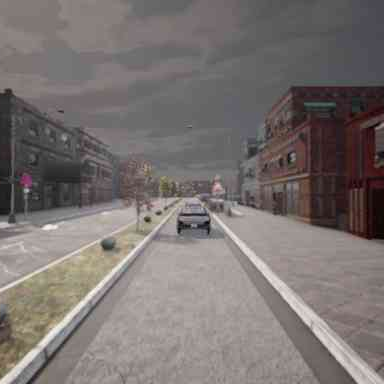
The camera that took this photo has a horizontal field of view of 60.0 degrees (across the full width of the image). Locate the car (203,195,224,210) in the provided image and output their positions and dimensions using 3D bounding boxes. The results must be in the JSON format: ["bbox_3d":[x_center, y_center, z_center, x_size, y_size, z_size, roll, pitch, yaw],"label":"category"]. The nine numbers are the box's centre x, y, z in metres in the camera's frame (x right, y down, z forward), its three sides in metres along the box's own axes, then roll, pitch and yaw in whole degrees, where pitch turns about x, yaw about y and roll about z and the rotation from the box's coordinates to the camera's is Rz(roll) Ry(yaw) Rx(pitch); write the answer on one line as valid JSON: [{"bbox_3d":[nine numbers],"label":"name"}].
[{"bbox_3d":[2.995,1.497,44.966,2.231,1.521,4.892,0,0,0],"label":"car"}]

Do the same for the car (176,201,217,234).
[{"bbox_3d":[0.099,1.509,19.455,2.128,1.511,4.902,0,0,0],"label":"car"}]

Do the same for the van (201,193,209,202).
[{"bbox_3d":[2.995,1.239,78.095,1.878,1.987,4.442,0,0,0],"label":"van"}]

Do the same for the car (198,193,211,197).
[{"bbox_3d":[2.995,1.214,66.964,2.435,2.045,5.566,0,0,0],"label":"car"}]

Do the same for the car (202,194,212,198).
[{"bbox_3d":[2.995,1.519,50.524,2.163,1.488,4.792,0,0,0],"label":"car"}]

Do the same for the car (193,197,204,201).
[{"bbox_3d":[0.092,1.621,37.935,1.895,1.301,4.718,0,0,0],"label":"car"}]
